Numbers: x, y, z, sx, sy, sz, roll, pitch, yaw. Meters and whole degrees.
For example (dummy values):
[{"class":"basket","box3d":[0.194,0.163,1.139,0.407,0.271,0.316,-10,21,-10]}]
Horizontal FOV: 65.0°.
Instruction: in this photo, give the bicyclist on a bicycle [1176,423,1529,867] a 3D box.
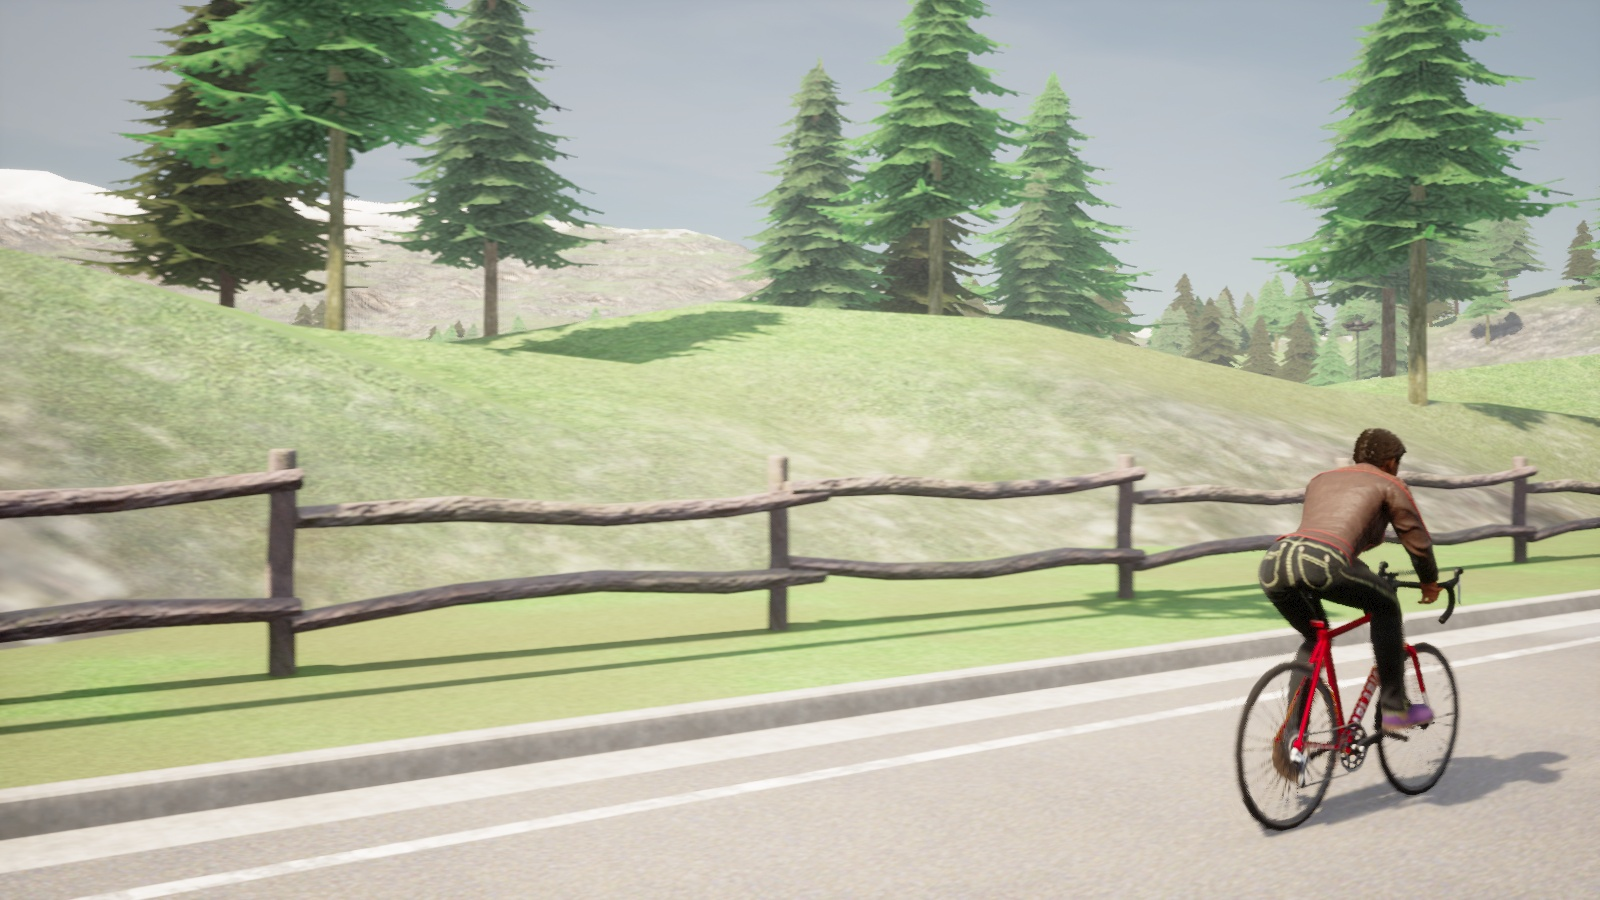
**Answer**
[{"class":"bicyclist on a bicycle","box3d":[2.368,0.721,5.307,1.656,1.620,0.582,1,-1,-35]}]
